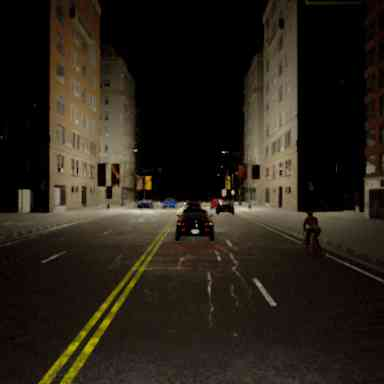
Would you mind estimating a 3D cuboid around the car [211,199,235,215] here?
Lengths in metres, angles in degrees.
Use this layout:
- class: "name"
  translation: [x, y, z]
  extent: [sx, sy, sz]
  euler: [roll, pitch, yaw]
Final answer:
- class: "car"
  translation: [3.441, 1.620, 35.468]
  extent: [2.128, 1.511, 4.902]
  euler: [0, 0, 1]

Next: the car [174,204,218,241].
- class: "car"
  translation: [0.146, 1.585, 17.094]
  extent: [1.812, 1.442, 4.674]
  euler: [0, 0, 0]

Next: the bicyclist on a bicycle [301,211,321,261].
- class: "bicyclist on a bicycle"
  translation: [4.173, 1.498, 11.627]
  extent: [0.582, 1.620, 1.656]
  euler: [0, 0, 0]

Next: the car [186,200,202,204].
- class: "car"
  translation: [0.212, 1.666, 39.512]
  extent: [1.812, 1.442, 4.674]
  euler: [0, 0, 0]

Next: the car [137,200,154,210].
- class: "car"
  translation: [-6.406, 1.760, 46.149]
  extent: [1.895, 1.301, 4.718]
  euler: [0, 0, 1]

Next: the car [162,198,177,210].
- class: "car"
  translation: [-3.146, 1.643, 46.887]
  extent: [1.882, 1.535, 5.008]
  euler: [0, 0, 1]
